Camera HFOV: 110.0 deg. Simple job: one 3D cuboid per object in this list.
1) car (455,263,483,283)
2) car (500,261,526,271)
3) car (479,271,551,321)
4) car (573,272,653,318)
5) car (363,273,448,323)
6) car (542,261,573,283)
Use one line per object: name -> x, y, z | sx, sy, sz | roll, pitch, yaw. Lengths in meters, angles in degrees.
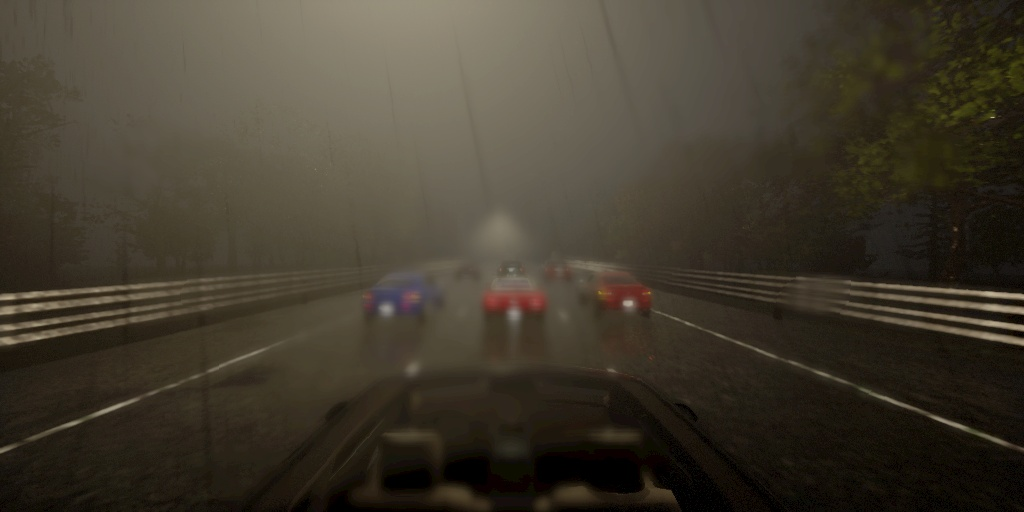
car -> -3.418, 1.297, 29.015 | 2.128, 1.511, 4.902 | 0, 0, 0
car -> 0.080, 1.157, 28.777 | 2.097, 1.767, 4.553 | 0, 0, 0
car -> 0.082, 1.371, 12.483 | 1.895, 1.301, 4.718 | 0, 0, 0
car -> 3.574, 1.298, 12.985 | 1.812, 1.442, 4.674 | 0, -1, 2
car -> -3.421, 1.296, 12.152 | 1.812, 1.442, 4.674 | 0, 0, 0
car -> 3.580, 1.157, 28.765 | 2.097, 1.767, 4.553 | 0, 0, 0
